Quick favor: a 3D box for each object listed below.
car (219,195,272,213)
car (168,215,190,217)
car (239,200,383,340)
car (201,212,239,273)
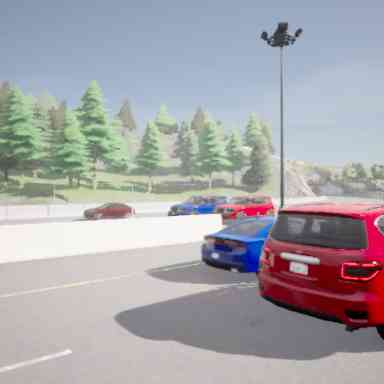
[{"bbox_3d":[4.029,1.284,25.040,5.566,2.045,2.150,0,0,-40],"label":"car"},{"bbox_3d":[0.744,1.305,26.856,5.566,2.045,2.150,0,0,-40],"label":"car"},{"bbox_3d":[3.734,1.227,6.615,5.566,2.045,2.150,0,0,-37],"label":"car"},{"bbox_3d":[2.571,1.499,10.155,5.008,1.535,1.882,0,0,-38],"label":"car"}]
